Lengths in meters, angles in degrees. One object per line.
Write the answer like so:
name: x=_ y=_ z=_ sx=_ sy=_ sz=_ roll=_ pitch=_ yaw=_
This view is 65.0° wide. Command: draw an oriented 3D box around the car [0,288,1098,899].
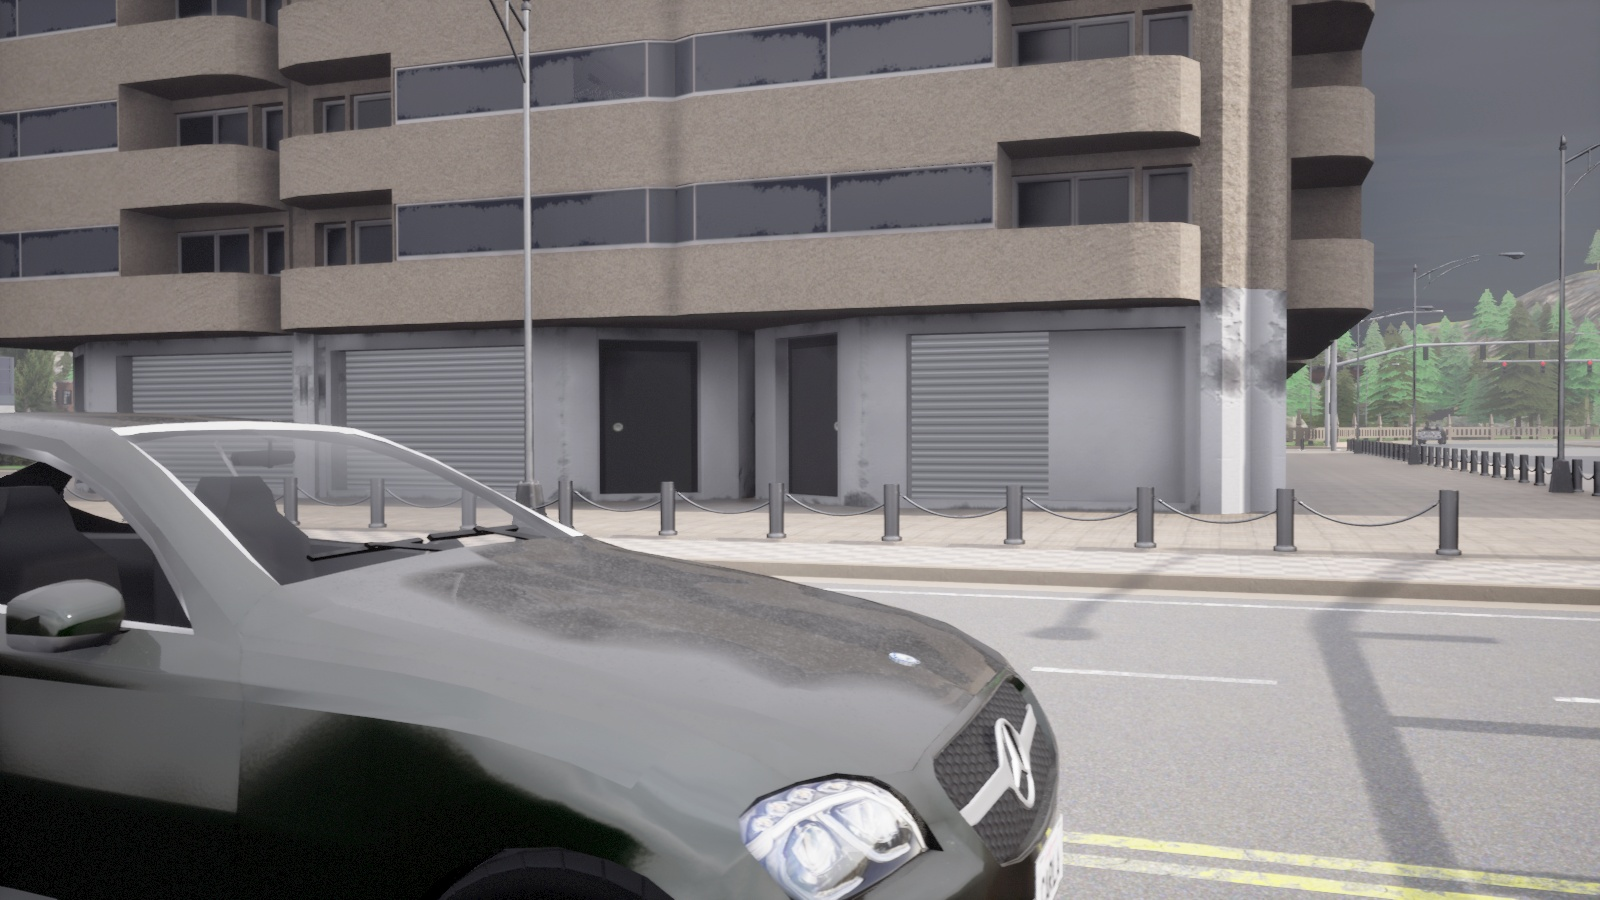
car: x=-1.782 y=0.536 z=3.790 sx=5.027 sy=1.651 sz=2.152 roll=1 pitch=1 yaw=19
